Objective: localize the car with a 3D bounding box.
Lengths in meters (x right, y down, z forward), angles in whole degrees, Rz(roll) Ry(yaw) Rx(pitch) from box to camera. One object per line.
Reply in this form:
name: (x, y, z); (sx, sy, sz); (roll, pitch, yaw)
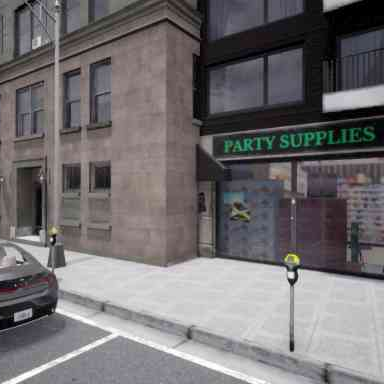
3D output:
car: (-4.221, 1.551, 6.095); (4.403, 1.369, 2.008); (0, 0, 36)
